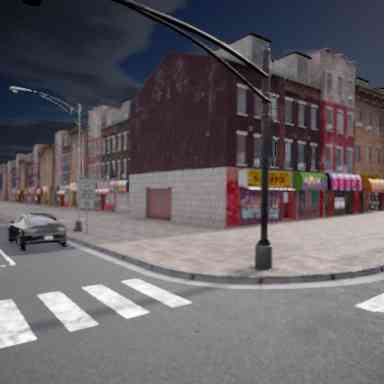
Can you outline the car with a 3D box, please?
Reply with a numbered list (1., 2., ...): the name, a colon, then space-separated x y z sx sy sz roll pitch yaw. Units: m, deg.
1. car: -7.062 1.676 15.098 1.812 1.442 4.674 1 -1 -36
